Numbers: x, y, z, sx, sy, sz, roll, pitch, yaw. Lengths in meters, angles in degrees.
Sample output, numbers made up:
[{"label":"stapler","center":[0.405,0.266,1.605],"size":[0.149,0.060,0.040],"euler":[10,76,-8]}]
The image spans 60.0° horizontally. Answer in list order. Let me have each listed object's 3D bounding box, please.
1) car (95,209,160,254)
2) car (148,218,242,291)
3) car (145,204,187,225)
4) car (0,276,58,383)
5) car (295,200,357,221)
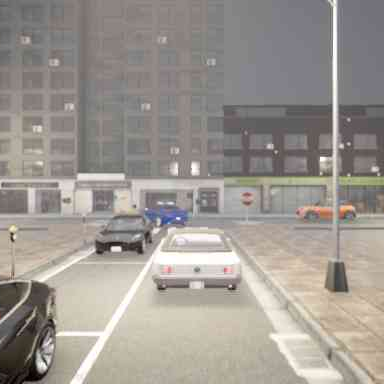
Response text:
[{"label":"car","center":[-2.625,1.616,13.704],"size":[1.947,1.339,4.313],"euler":[0,0,0]},{"label":"car","center":[0.109,1.634,9.049],"size":[1.895,1.301,4.718],"euler":[0,0,0]},{"label":"car","center":[-2.168,1.567,23.728],"size":[1.882,1.535,5.008],"euler":[1,0,-31]},{"label":"car","center":[-2.637,1.576,2.800],"size":[1.947,1.339,4.313],"euler":[0,0,0]},{"label":"car","center":[10.856,1.421,27.230],"size":[4.553,1.767,2.097],"euler":[0,0,1]}]
